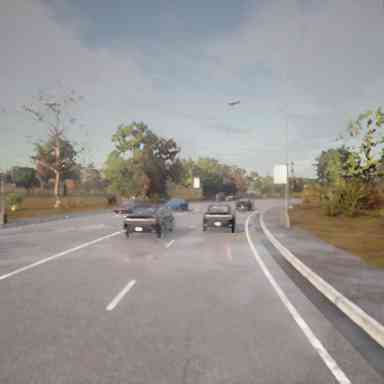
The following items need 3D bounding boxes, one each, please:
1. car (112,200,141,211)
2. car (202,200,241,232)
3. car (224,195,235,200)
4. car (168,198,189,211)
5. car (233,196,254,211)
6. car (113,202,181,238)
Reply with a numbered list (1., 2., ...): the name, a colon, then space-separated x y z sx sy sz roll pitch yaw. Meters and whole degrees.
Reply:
1. car: -6.340 1.535 34.894 2.033 1.411 5.357 0 0 14
2. car: 1.755 1.509 20.367 2.128 1.511 4.902 0 0 8
3. car: 8.643 1.454 73.453 1.812 1.442 4.674 0 0 29
4. car: -1.807 1.485 38.348 1.882 1.535 5.008 0 0 16
5. car: 6.691 1.551 41.838 1.837 1.490 4.892 0 0 17
6. car: -2.141 1.493 17.611 2.128 1.511 4.902 0 0 7
